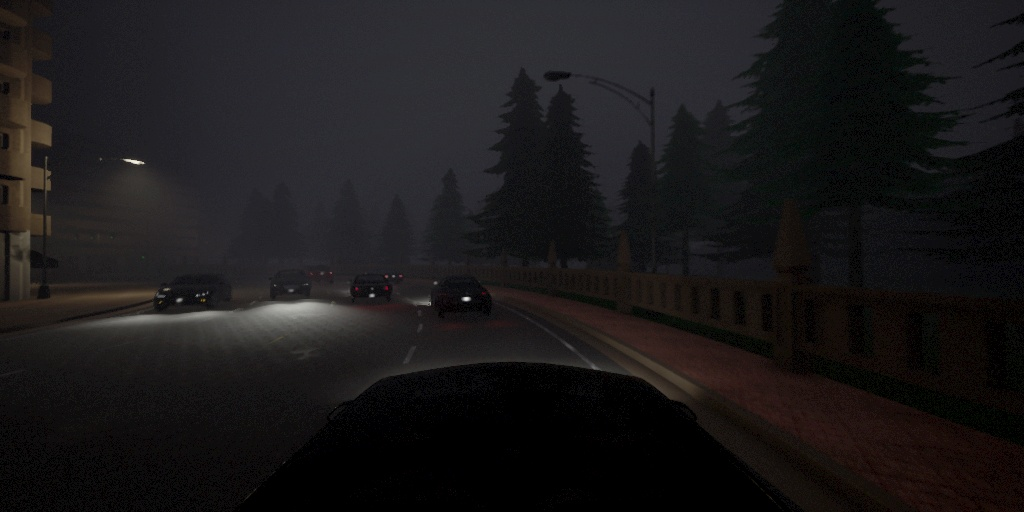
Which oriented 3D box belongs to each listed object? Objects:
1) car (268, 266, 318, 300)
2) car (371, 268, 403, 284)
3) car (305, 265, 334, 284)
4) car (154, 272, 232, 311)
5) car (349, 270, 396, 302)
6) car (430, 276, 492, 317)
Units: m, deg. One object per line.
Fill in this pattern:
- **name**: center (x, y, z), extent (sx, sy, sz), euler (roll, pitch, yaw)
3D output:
- **car**: center (-12.634, 1.542, 20.489), extent (2.128, 1.511, 4.902), euler (0, -1, -32)
- **car**: center (-11.171, 1.699, 30.641), extent (2.033, 1.411, 5.357), euler (0, -1, -42)
- **car**: center (-17.855, 1.569, 32.128), extent (4.553, 1.767, 2.097), euler (-1, -1, 42)
- **car**: center (-14.227, 1.520, 16.281), extent (1.837, 1.490, 4.892), euler (1, -1, -28)
- **car**: center (-7.506, 1.595, 18.848), extent (1.895, 1.301, 4.718), euler (0, -1, -25)
- **car**: center (-2.111, 1.467, 14.185), extent (1.994, 1.385, 4.181), euler (0, -1, -16)
